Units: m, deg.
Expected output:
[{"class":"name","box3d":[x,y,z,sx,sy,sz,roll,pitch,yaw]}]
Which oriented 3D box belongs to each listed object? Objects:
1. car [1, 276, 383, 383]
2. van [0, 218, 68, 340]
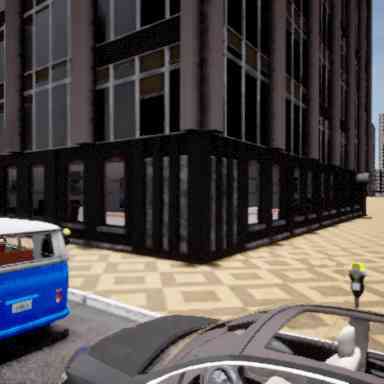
[{"class":"car","box3d":[0.802,1.547,2.304,4.403,1.369,2.008,0,0,36]},{"class":"van","box3d":[-3.804,1.304,5.599,3.998,1.788,1.690,0,0,36]}]
